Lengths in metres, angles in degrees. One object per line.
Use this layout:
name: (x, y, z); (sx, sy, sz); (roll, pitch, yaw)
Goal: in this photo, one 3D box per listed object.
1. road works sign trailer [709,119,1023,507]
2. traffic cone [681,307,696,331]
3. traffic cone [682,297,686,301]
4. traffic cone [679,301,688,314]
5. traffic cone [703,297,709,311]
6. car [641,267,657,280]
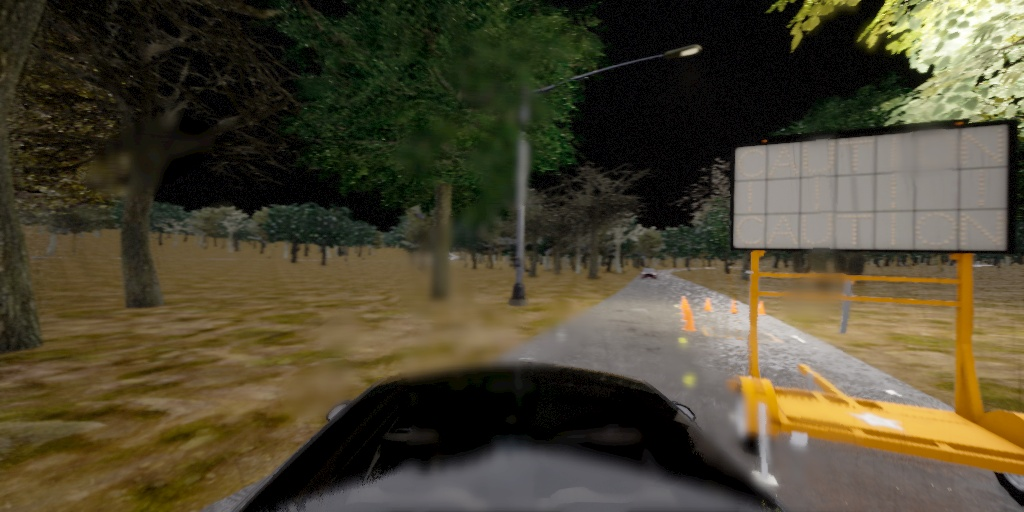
road works sign trailer: (3.824, 0.359, 4.171); (2.380, 3.560, 2.880); (0, 0, 24)
traffic cone: (5.491, 1.990, 11.088); (0.340, 0.580, 0.340); (0, 0, 24)
traffic cone: (7.109, 2.087, 14.744); (0.340, 0.580, 0.340); (0, 0, 24)
traffic cone: (6.300, 2.039, 12.916); (0.340, 0.580, 0.340); (0, 0, 24)
traffic cone: (8.833, 2.159, 16.167); (0.340, 0.580, 0.340); (0, 0, 24)
car: (19.352, 2.418, 50.637); (2.097, 1.767, 4.553); (1, -1, 21)
